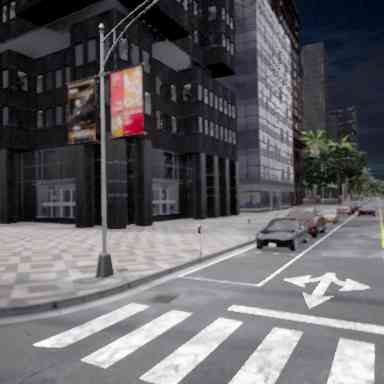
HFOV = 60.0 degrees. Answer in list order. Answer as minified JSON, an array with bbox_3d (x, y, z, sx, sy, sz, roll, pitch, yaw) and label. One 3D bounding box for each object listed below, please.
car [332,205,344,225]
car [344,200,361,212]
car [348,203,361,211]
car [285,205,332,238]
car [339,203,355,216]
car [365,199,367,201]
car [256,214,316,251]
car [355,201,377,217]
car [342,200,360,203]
[{"bbox_3d":[12.433,2.166,30.373,1.752,1.417,4.829,-2,-2,29],"label":"car"},{"bbox_3d":[28.466,2.463,58.902,2.192,1.841,5.009,-2,-2,29],"label":"car"},{"bbox_3d":[31.130,2.779,63.624,1.887,1.381,4.507,-2,-2,29],"label":"car"},{"bbox_3d":[7.194,1.795,21.069,2.192,1.841,5.009,-2,-2,29],"label":"car"},{"bbox_3d":[20.495,2.475,44.707,1.802,1.307,4.206,-2,-2,29],"label":"car"},{"bbox_3d":[39.105,2.933,77.814,1.967,1.590,4.097,-2,-2,29],"label":"car"},{"bbox_3d":[4.540,1.964,16.333,1.947,1.339,4.313,-2,-2,29],"label":"car"},{"bbox_3d":[21.824,2.253,41.436,1.882,1.535,5.008,-2,-2,29],"label":"car"},{"bbox_3d":[23.148,2.292,49.444,2.192,1.841,5.009,-2,-2,29],"label":"car"}]
